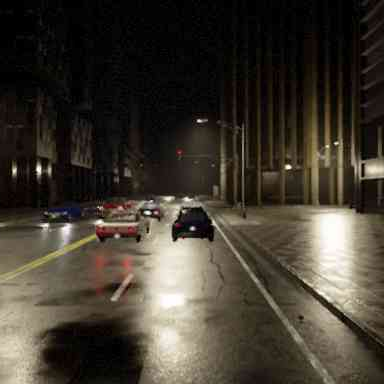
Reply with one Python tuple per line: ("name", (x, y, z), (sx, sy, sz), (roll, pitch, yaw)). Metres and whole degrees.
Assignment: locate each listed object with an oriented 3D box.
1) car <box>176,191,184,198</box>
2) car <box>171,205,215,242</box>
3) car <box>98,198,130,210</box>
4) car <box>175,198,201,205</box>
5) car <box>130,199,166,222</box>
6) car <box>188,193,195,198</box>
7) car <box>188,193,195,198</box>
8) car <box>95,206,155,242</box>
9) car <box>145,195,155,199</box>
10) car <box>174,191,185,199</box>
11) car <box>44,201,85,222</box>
("car", (-3.345, 0.687, 94.139), (2.150, 2.045, 5.566), (0, 0, 0))
("car", (0.071, 1.539, 16.342), (1.994, 1.385, 4.181), (0, 0, 1))
("car", (-6.550, 1.295, 28.733), (2.097, 1.767, 4.553), (0, 0, 0))
("car", (-0.025, 1.442, 25.215), (2.128, 1.511, 4.902), (0, 0, 0))
("car", (-3.178, 1.497, 26.151), (2.033, 1.411, 5.357), (0, 0, 0))
("car", (-0.084, 1.214, 83.692), (2.033, 1.411, 5.357), (0, 0, 0))
("car", (-0.095, 1.055, 94.144), (1.895, 1.301, 4.718), (0, 0, 0))
("car", (-3.162, 1.578, 16.248), (1.895, 1.301, 4.718), (0, 0, 0))
("car", (-9.830, 1.316, 77.632), (1.895, 1.301, 4.718), (0, 0, 0))
("car", (-3.334, 1.176, 83.689), (1.837, 1.490, 4.892), (0, 0, 0))
("car", (-9.824, 1.480, 26.010), (1.812, 1.442, 4.674), (0, 0, 0))
